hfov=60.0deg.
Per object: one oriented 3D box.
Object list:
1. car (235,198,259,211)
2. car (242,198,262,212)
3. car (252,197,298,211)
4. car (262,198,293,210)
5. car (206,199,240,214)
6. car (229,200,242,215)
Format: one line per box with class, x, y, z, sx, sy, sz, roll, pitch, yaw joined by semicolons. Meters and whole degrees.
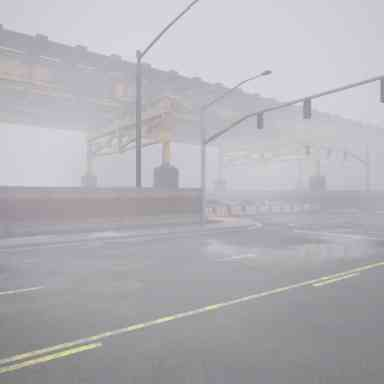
car;6.100;1.295;36.442;1.853;1.218;4.536;0;0;18
car;6.084;1.453;36.393;2.038;1.542;4.974;0;0;18
car;9.995;1.453;40.152;4.974;1.542;2.038;0;0;-7
car;9.944;1.295;40.145;4.536;1.218;1.853;0;0;-7
car;2.288;1.295;33.715;4.536;1.218;1.853;0;0;8
car;2.339;1.453;33.708;4.974;1.542;2.038;0;0;8
